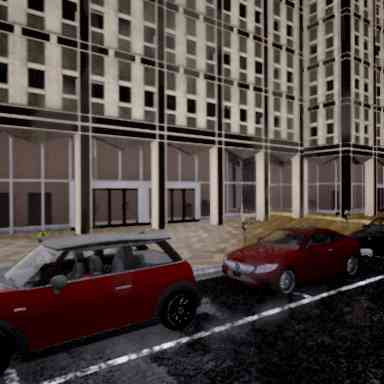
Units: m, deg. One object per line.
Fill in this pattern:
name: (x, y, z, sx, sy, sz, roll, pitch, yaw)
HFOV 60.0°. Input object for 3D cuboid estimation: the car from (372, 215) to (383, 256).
car: (7.283, 1.487, 11.752, 4.313, 1.339, 1.947, 0, 0, -35)

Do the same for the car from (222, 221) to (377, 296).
car: (2.684, 1.539, 8.472, 4.206, 1.307, 1.802, 0, 0, -35)

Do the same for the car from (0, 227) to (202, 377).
car: (-1.916, 1.432, 5.193, 4.097, 1.590, 1.967, 0, 0, -35)
